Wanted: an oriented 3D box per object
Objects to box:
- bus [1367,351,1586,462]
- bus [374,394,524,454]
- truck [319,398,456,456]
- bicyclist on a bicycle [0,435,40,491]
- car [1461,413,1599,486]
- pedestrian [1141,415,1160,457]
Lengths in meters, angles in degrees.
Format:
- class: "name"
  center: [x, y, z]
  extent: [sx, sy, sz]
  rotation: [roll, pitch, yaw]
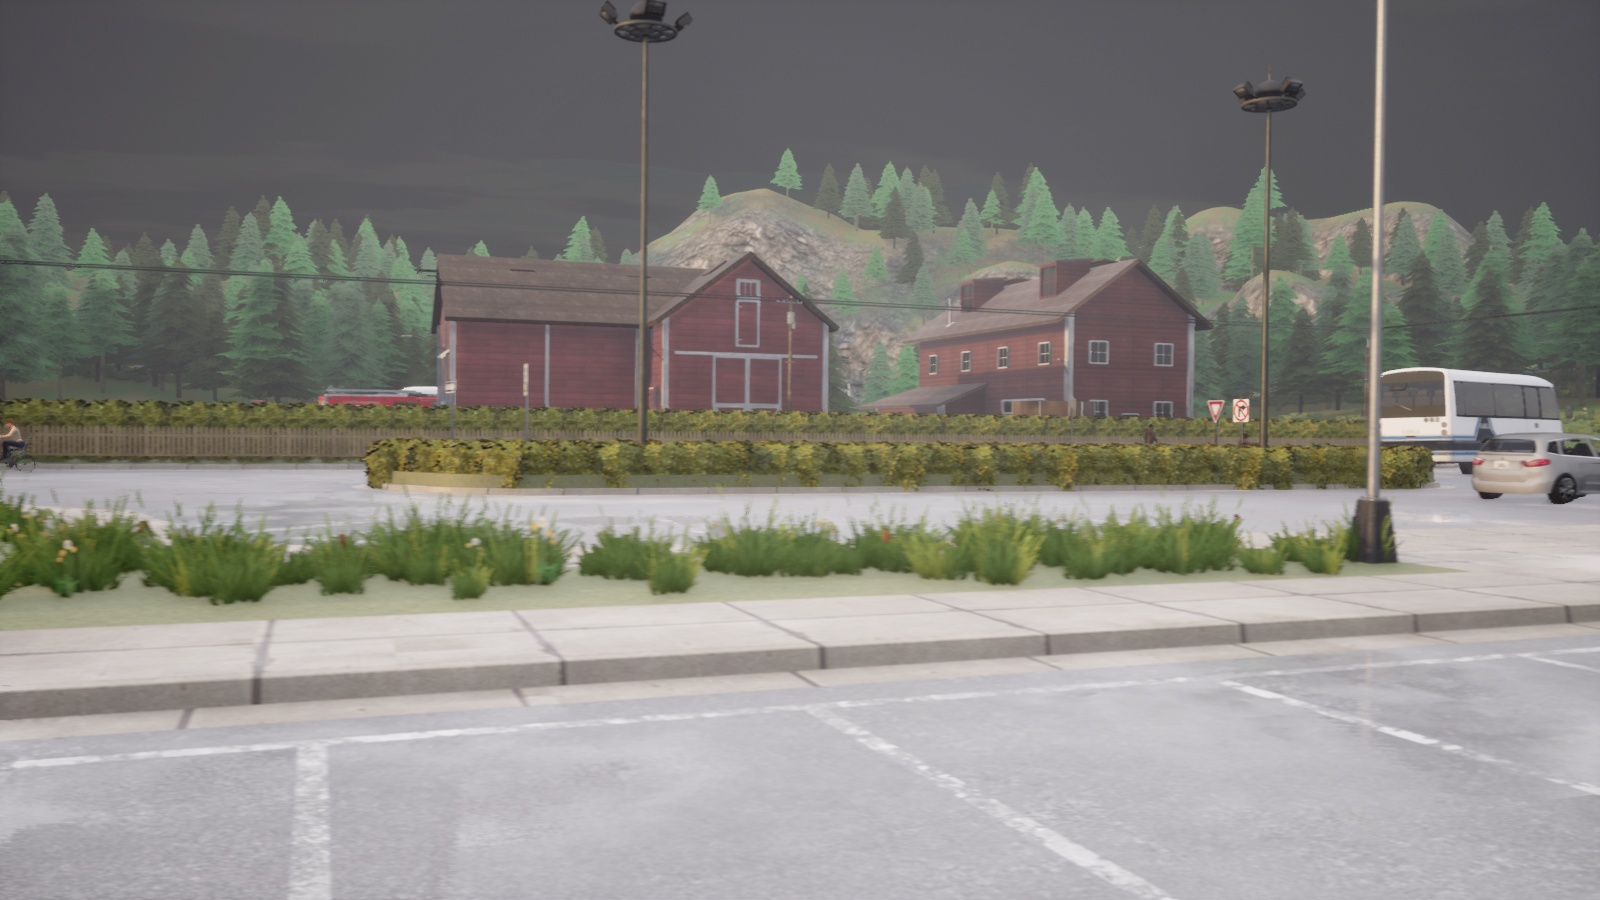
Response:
- class: "bus"
  center: [28.649, -1.750, 52.948]
  extent: [10.273, 4.253, 3.944]
  rotation: [-1, 0, -36]
- class: "bus"
  center: [-25.819, -1.941, 92.289]
  extent: [10.273, 4.253, 3.944]
  rotation: [-1, 1, -20]
- class: "truck"
  center: [-28.388, -1.609, 86.677]
  extent: [8.468, 3.827, 2.891]
  rotation: [-2, 2, -34]
- class: "bicyclist on a bicycle"
  center: [-23.473, 0.384, 37.162]
  extent: [1.509, 1.612, 0.866]
  rotation: [-1, 1, -20]
- class: "car"
  center: [18.741, -0.057, 30.541]
  extent: [4.611, 1.667, 2.242]
  rotation: [-1, 1, -21]
- class: "pedestrian"
  center: [15.542, -0.621, 55.692]
  extent: [0.703, 1.840, 0.431]
  rotation: [-1, 1, -21]
